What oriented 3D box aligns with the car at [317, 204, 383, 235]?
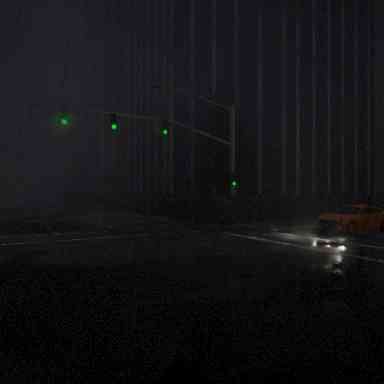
[{"bbox_3d":[9.236,1.478,18.837,5.008,1.535,1.882,0,0,-30],"label":"car"}]
